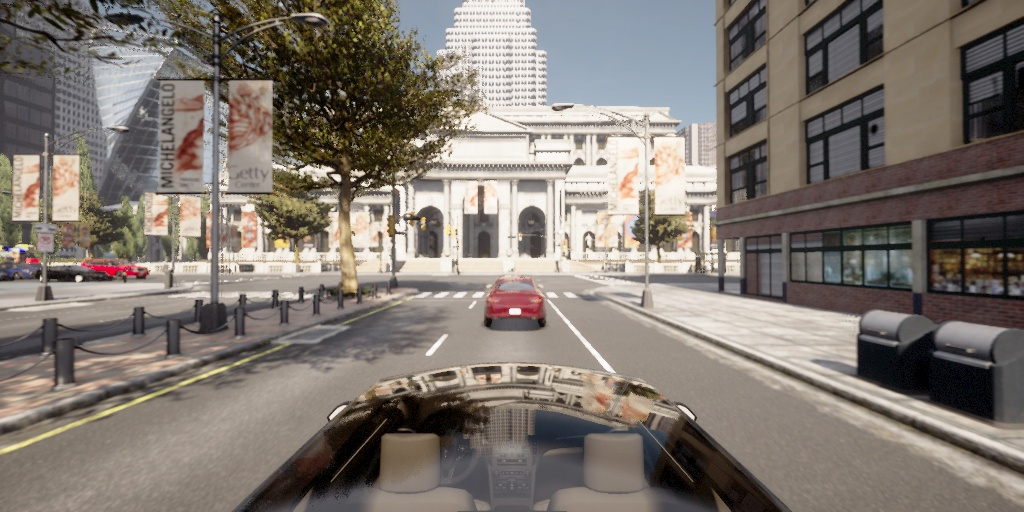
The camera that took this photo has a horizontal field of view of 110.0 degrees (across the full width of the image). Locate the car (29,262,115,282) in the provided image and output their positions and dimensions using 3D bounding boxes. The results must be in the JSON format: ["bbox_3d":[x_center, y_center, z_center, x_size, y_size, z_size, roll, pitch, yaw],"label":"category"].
[{"bbox_3d":[-39.333,1.551,32.143,5.008,1.535,1.882,0,-1,0],"label":"car"}]

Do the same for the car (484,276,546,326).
[{"bbox_3d":[0.101,1.387,12.088,1.812,1.442,4.674,0,-1,0],"label":"car"}]

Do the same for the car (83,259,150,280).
[{"bbox_3d":[-39.525,1.332,35.648,5.566,2.045,2.150,0,-1,0],"label":"car"}]

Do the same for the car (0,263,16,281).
[{"bbox_3d":[-48.336,1.599,32.109,4.674,1.442,1.812,0,-1,-1],"label":"car"}]

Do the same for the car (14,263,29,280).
[{"bbox_3d":[-49.144,1.462,35.583,4.553,1.767,2.097,0,-1,-1],"label":"car"}]
